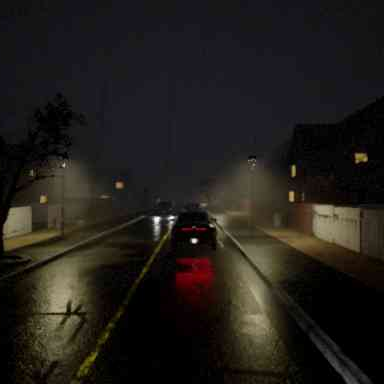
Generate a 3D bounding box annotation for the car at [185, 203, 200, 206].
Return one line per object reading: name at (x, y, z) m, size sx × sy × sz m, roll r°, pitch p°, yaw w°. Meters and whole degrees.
car at (0.058, 1.728, 30.833) m, size 2.033 × 1.411 × 5.357 m, roll 0°, pitch 0°, yaw 0°

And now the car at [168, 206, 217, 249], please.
car at (0.081, 1.585, 14.890) m, size 1.837 × 1.490 × 4.892 m, roll 0°, pitch 0°, yaw 0°

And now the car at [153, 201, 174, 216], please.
car at (-2.855, 1.740, 35.447) m, size 1.812 × 1.442 × 4.674 m, roll 0°, pitch -1°, yaw 0°

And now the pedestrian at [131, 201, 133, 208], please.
pedestrian at (-9.988, 1.809, 55.576) m, size 0.375 × 1.860 × 0.375 m, roll 0°, pitch -2°, yaw 5°
